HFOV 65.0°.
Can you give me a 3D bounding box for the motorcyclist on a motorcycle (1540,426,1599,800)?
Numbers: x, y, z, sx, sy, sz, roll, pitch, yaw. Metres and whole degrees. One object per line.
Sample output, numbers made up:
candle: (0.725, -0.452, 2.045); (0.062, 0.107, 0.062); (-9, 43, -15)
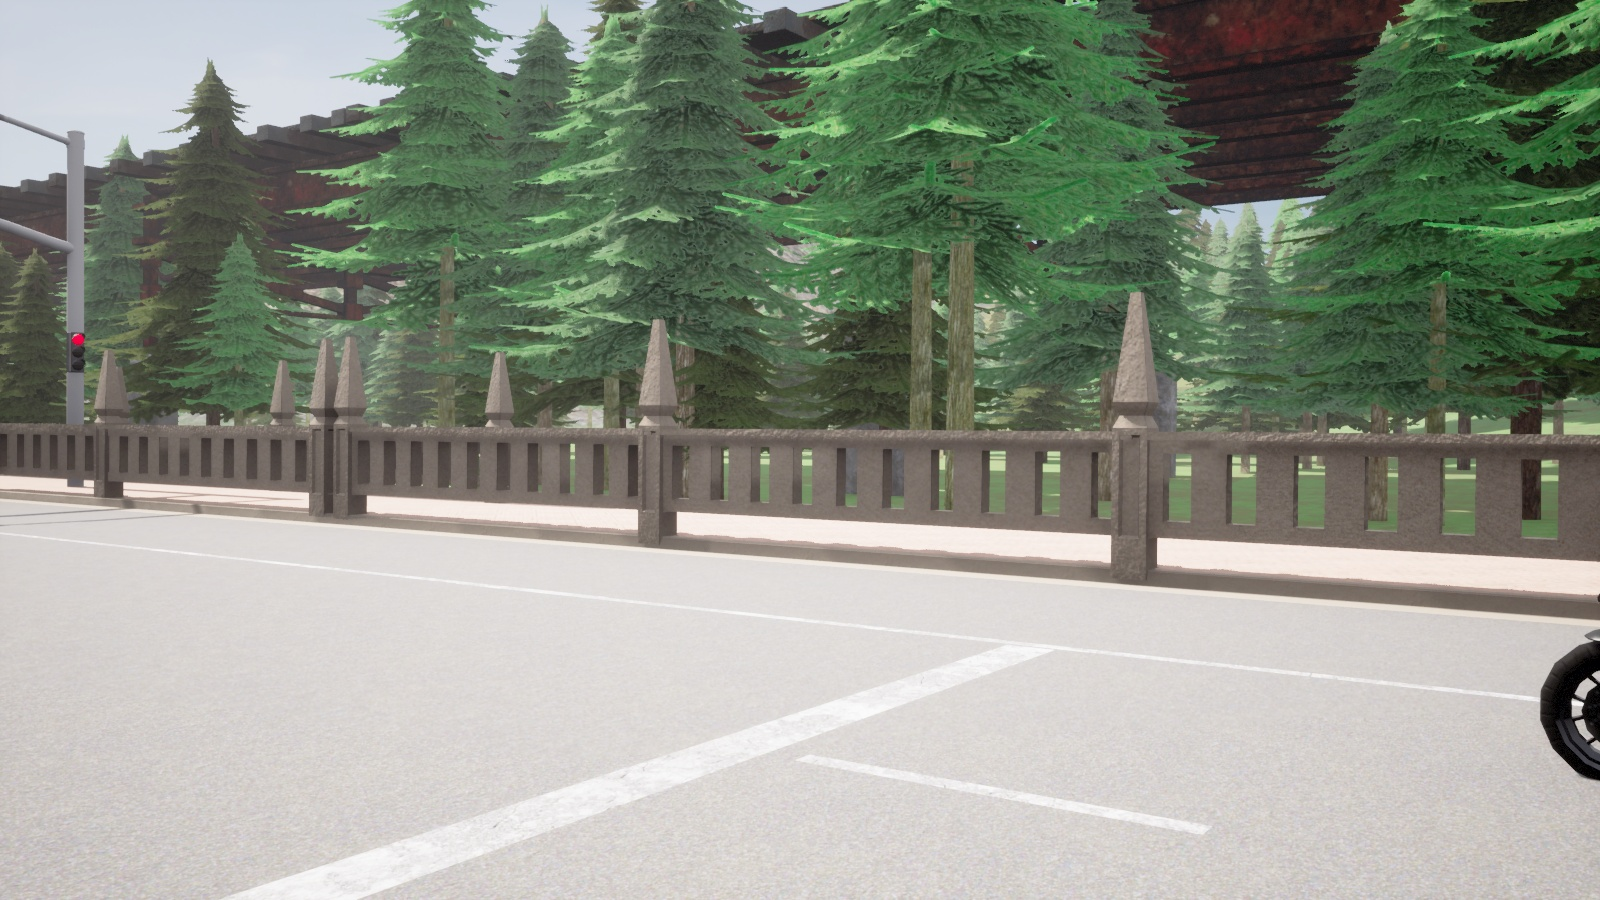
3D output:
motorcyclist on a motorcycle: (4.247, 0.660, 5.004); (2.191, 1.530, 0.866); (0, 1, 34)
